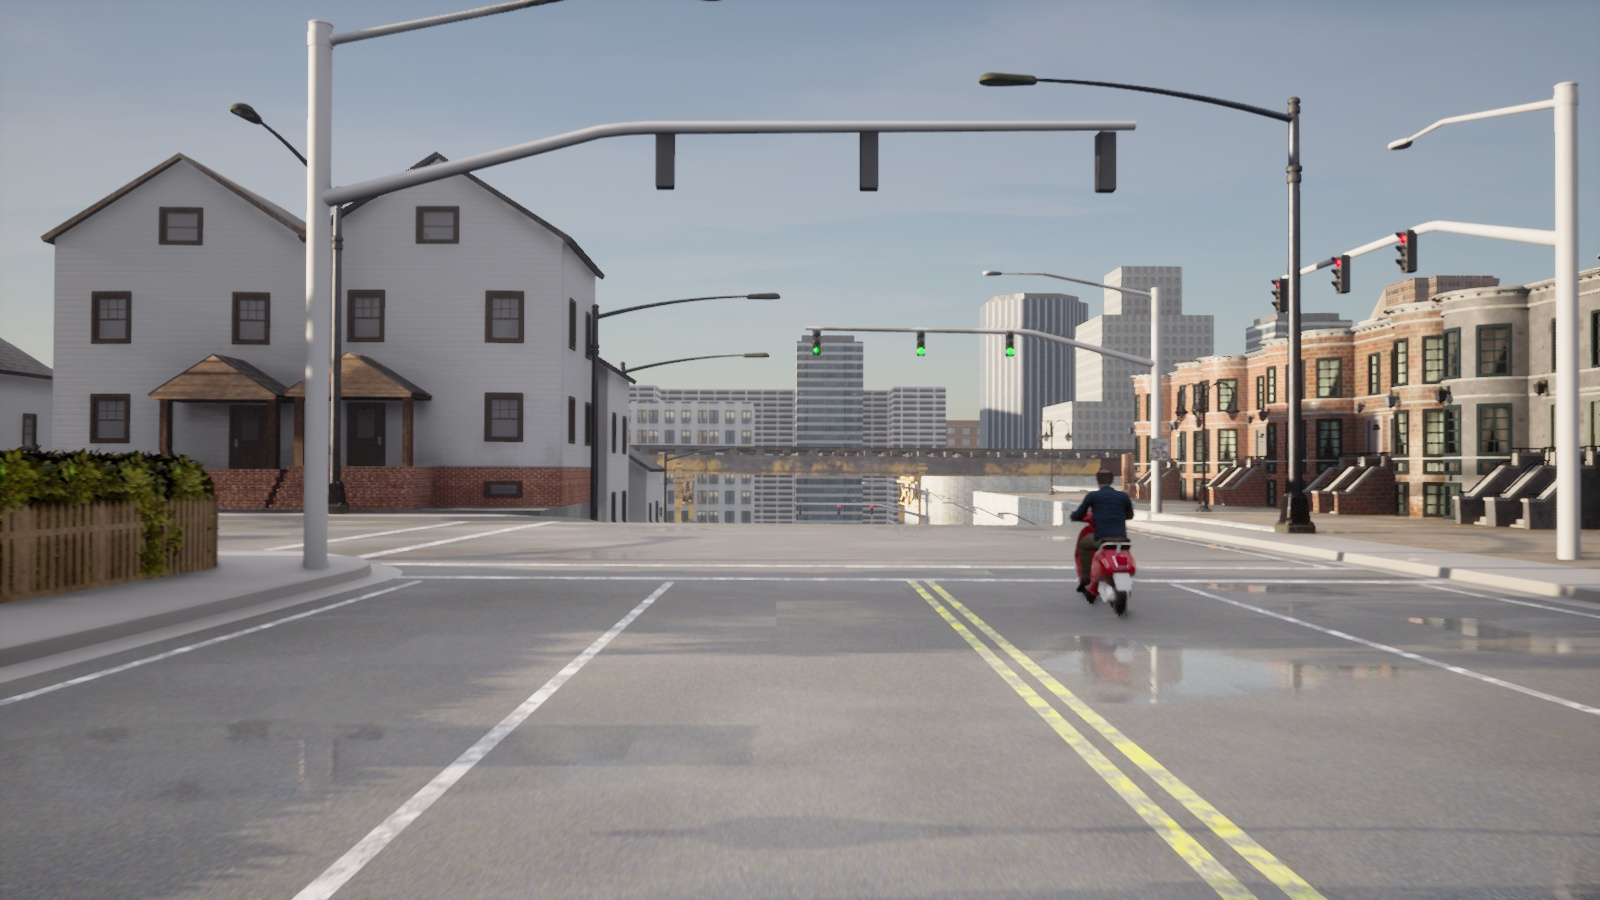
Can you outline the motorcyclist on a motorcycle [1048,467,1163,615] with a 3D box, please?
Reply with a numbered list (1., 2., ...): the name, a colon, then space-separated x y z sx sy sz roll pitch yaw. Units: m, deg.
1. motorcyclist on a motorcycle: 3.464 0.996 14.421 0.866 1.590 1.817 0 -1 0
